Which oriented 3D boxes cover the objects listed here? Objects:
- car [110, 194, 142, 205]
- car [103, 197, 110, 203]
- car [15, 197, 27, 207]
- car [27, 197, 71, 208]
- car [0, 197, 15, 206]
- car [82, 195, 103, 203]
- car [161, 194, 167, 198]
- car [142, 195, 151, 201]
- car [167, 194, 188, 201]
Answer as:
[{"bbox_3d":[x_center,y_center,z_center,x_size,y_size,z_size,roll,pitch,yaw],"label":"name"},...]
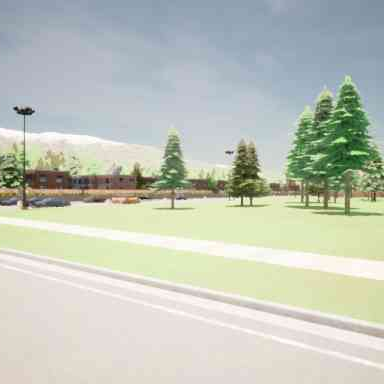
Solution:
[{"bbox_3d":[-11.676,1.352,59.450,2.097,1.767,4.553,0,0,35],"label":"car"},{"bbox_3d":[-13.756,1.351,62.556,2.097,1.767,4.553,0,0,35],"label":"car"},{"bbox_3d":[-22.908,1.478,49.509,1.882,1.535,5.008,0,1,35],"label":"car"},{"bbox_3d":[-20.032,1.546,47.519,2.033,1.411,5.357,0,0,35],"label":"car"},{"bbox_3d":[-28.311,1.547,53.991,2.033,1.411,5.357,0,0,35],"label":"car"},{"bbox_3d":[-19.550,1.353,66.372,2.097,1.767,4.553,0,0,35],"label":"car"},{"bbox_3d":[-5.017,1.146,74.950,1.837,1.490,4.892,0,0,35],"label":"car"},{"bbox_3d":[-11.873,1.400,77.360,1.895,1.301,4.718,0,0,35],"label":"car"},{"bbox_3d":[-2.773,1.260,72.050,1.812,1.442,4.674,0,0,35],"label":"car"}]
